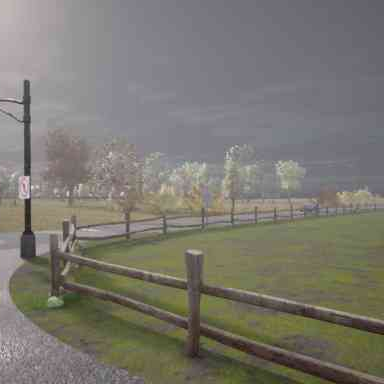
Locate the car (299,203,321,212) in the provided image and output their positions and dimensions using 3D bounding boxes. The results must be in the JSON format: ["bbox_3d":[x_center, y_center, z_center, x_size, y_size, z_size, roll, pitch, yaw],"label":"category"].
[{"bbox_3d":[18.929,2.448,52.965,2.033,1.411,5.357,-1,-2,40],"label":"car"}]
